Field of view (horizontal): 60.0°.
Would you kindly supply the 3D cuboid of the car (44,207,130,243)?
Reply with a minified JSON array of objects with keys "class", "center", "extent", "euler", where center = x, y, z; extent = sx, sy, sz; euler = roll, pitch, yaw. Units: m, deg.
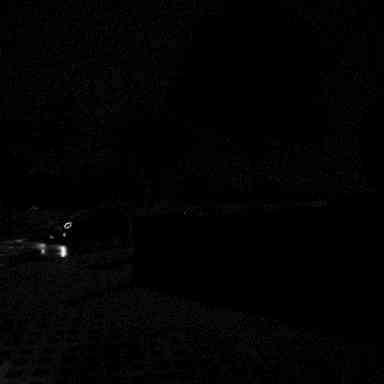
[{"class":"car","center":[-5.573,1.655,18.063],"extent":[2.097,1.767,4.553],"euler":[-1,-2,35]}]

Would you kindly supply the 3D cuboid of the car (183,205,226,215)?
[{"class":"car","center":[1.055,1.844,27.537],"extent":[2.097,1.767,4.553],"euler":[-1,-2,35]}]

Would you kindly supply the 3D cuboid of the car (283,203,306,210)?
[{"class":"car","center":[13.978,2.323,45.142],"extent":[1.837,1.490,4.892],"euler":[-1,-2,39]}]
